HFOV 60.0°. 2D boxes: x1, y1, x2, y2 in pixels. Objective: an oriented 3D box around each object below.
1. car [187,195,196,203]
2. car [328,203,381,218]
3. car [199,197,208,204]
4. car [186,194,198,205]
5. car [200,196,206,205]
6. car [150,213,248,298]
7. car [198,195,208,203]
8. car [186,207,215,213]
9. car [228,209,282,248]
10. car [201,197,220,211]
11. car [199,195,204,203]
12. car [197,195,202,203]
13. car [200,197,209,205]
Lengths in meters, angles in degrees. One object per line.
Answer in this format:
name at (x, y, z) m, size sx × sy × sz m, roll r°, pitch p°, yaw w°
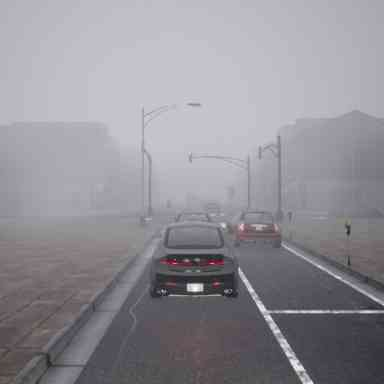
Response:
car at (-0.170, 1.676, 82.654) m, size 2.150 × 2.045 × 5.566 m, roll 0°, pitch -1°, yaw 0°
car at (14.502, 1.631, 29.804) m, size 4.181 × 1.385 × 1.994 m, roll 0°, pitch -2°, yaw 0°
car at (2.501, 1.892, 74.492) m, size 1.752 × 1.417 × 4.829 m, roll 1°, pitch -1°, yaw 0°
car at (-0.037, 1.504, 66.516) m, size 2.150 × 2.045 × 5.566 m, roll 0°, pitch -2°, yaw 1°
car at (2.557, 1.705, 47.135) m, size 1.947 × 1.339 × 4.313 m, roll 1°, pitch 0°, yaw 0°
car at (0.022, 1.512, 8.539) m, size 1.837 × 1.490 × 4.892 m, roll 0°, pitch 0°, yaw -1°
car at (2.494, 1.735, 79.763) m, size 2.192 × 1.841 × 5.009 m, roll 1°, pitch -1°, yaw 0°
car at (0.060, 1.619, 16.032) m, size 1.895 × 1.301 × 4.718 m, roll 0°, pitch 0°, yaw 0°
car at (2.630, 1.457, 14.952) m, size 1.967 × 1.590 × 4.097 m, roll 2°, pitch 0°, yaw 0°
car at (2.569, 1.673, 41.698) m, size 1.947 × 1.339 × 4.313 m, roll 1°, pitch 0°, yaw 0°
car at (2.547, 1.703, 52.742) m, size 1.752 × 1.417 × 4.829 m, roll 1°, pitch 0°, yaw 0°
car at (2.523, 1.830, 63.447) m, size 1.947 × 1.339 × 4.313 m, roll 1°, pitch -1°, yaw 0°
car at (2.512, 1.840, 69.054) m, size 1.752 × 1.417 × 4.829 m, roll 1°, pitch -1°, yaw 0°
